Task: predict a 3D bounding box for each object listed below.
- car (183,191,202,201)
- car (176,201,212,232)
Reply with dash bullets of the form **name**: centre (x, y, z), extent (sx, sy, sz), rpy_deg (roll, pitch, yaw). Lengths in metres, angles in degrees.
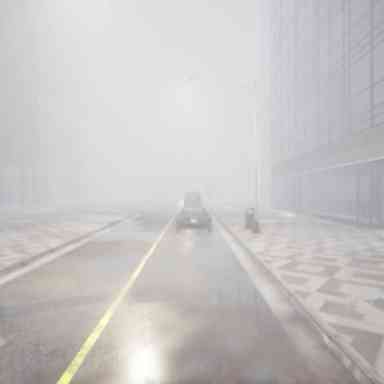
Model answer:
- **car**: centre (0.099, 0.936, 41.459), extent (2.150, 2.045, 5.566), rpy_deg (0, 0, 0)
- **car**: centre (0.100, 1.436, 19.070), extent (1.994, 1.385, 4.181), rpy_deg (0, 0, 0)
